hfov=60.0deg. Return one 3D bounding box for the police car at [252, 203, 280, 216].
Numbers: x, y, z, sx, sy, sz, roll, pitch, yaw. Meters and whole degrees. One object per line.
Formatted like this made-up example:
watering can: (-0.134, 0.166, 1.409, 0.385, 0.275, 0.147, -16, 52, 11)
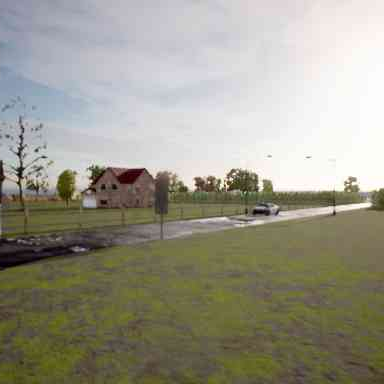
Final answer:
police car: (9.134, 2.128, 41.106, 2.038, 1.542, 4.974, 0, 0, 35)
